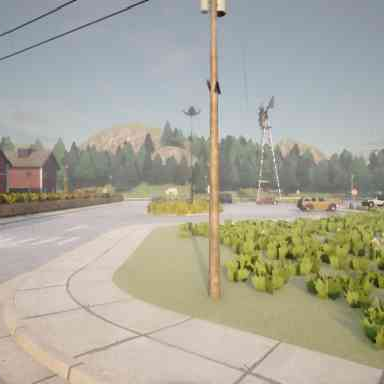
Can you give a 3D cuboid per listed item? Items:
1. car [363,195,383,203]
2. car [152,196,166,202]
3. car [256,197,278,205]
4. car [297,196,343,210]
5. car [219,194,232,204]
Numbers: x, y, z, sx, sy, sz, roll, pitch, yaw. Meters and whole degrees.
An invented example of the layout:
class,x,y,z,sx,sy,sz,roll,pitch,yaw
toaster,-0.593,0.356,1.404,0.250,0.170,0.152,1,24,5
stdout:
class,x,y,z,sx,sy,sz,roll,pitch,yaw
car,27.744,1.377,50.006,3.866,1.878,1.905,0,0,-2
car,-8.293,1.720,85.165,1.882,1.535,5.008,0,0,25
car,13.937,1.649,61.873,3.905,1.438,1.784,0,0,-2
car,14.812,1.388,39.410,4.605,1.855,1.932,0,0,-2
car,5.834,1.385,67.752,2.150,2.045,5.566,0,0,-34
